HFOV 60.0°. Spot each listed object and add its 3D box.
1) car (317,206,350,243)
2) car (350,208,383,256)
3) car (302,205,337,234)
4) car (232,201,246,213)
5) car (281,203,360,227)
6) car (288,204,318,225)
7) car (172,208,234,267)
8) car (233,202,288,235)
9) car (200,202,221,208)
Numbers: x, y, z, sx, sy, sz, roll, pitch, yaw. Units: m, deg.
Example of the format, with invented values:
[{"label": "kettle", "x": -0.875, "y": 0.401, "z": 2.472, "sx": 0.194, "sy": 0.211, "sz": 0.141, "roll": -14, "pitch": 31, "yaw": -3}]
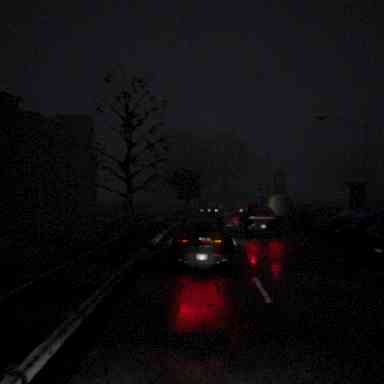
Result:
[{"label": "car", "x": 8.426, "y": 1.531, "z": 14.635, "sx": 5.008, "sy": 1.535, "sz": 2.097, "roll": 1, "pitch": -1, "yaw": -17}, {"label": "car", "x": 8.333, "y": 1.394, "z": 11.693, "sx": 4.553, "sy": 1.767, "sz": 2.185, "roll": 1, "pitch": 0, "yaw": -17}, {"label": "car", "x": 8.592, "y": 1.586, "z": 17.580, "sx": 4.674, "sy": 1.452, "sz": 2.002, "roll": 1, "pitch": 0, "yaw": -16}, {"label": "car", "x": 5.216, "y": 1.671, "z": 35.375, "sx": 1.812, "sy": 1.442, "sz": 4.674, "roll": 0, "pitch": 0, "yaw": 6}, {"label": "car", "x": 9.020, "y": 1.608, "z": 23.490, "sx": 4.792, "sy": 1.488, "sz": 2.163, "roll": 1, "pitch": -1, "yaw": -15}, {"label": "car", "x": 8.769, "y": 1.561, "z": 20.534, "sx": 4.892, "sy": 1.521, "sz": 2.231, "roll": 1, "pitch": -1, "yaw": -16}, {"label": "car", "x": 0.377, "y": 1.524, "z": 11.553, "sx": 1.837, "sy": 1.490, "sz": 4.892, "roll": 0, "pitch": 0, "yaw": 2}, {"label": "car", "x": 3.785, "y": 1.545, "z": 19.280, "sx": 2.128, "sy": 1.511, "sz": 4.902, "roll": 0, "pitch": 0, "yaw": 4}, {"label": "car", "x": 1.719, "y": 1.641, "z": 31.041, "sx": 2.033, "sy": 1.411, "sz": 5.357, "roll": 0, "pitch": 0, "yaw": 6}]
